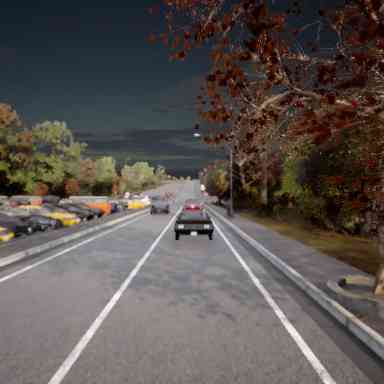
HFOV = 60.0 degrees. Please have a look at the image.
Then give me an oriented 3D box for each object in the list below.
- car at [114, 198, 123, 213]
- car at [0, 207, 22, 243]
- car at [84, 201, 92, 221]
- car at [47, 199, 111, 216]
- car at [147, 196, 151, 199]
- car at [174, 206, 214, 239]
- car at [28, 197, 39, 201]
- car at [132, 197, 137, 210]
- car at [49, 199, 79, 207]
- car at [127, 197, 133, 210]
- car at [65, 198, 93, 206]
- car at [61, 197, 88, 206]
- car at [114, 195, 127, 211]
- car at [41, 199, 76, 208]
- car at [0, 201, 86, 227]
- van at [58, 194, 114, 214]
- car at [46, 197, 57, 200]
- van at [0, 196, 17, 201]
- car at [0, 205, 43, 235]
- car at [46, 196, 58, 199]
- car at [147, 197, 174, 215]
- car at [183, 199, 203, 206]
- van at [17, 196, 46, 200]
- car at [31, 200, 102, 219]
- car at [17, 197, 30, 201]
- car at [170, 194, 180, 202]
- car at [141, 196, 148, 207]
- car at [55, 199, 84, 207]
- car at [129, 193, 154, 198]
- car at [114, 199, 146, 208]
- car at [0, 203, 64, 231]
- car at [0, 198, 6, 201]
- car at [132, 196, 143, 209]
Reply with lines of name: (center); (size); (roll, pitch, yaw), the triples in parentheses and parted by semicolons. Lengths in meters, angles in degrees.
car: (-10.287, 1.694, 35.546); (4.792, 1.488, 2.163); (0, 0, 0)
car: (-10.102, 1.527, 13.337); (5.366, 1.575, 1.946); (0, 0, 0)
car: (-10.243, 1.627, 24.441); (4.792, 1.488, 2.163); (0, 0, 0)
car: (-10.236, 1.660, 29.993); (4.792, 1.488, 2.163); (0, 0, 0)
car: (-10.412, 1.929, 57.743); (5.366, 1.575, 1.946); (0, -1, 0)
car: (0.095, 1.654, 17.698); (1.895, 1.301, 4.718); (0, 0, 0)
car: (-23.354, 1.762, 43.807); (4.792, 1.488, 2.163); (0, -1, 0)
car: (-10.431, 1.733, 43.867); (5.366, 1.575, 1.946); (0, -1, 0)
car: (-23.300, 2.011, 60.549); (4.674, 1.452, 2.002); (0, -1, 0)
car: (-10.244, 1.708, 41.099); (4.892, 1.521, 2.231); (0, -1, 0)
car: (-23.286, 2.092, 68.736); (5.008, 1.535, 2.097); (0, -1, 0)
car: (-23.327, 1.926, 65.967); (4.553, 1.767, 2.185); (0, -1, 0)
car: (-10.285, 1.558, 38.321); (4.553, 1.767, 2.185); (0, 0, 0)
car: (-23.121, 1.927, 57.780); (5.366, 1.575, 1.946); (0, -1, 0)
car: (-10.091, 1.577, 21.665); (5.366, 1.575, 1.946); (0, 0, 0)
van: (-10.378, 1.422, 32.771); (4.442, 1.987, 1.878); (0, 0, 0)
car: (-23.289, 1.837, 49.471); (4.792, 1.488, 2.163); (0, -1, 0)
van: (-23.225, 1.457, 38.418); (4.442, 1.987, 1.878); (0, 0, 0)
car: (-10.278, 1.548, 16.113); (4.892, 1.521, 2.231); (0, 0, 0)
car: (-23.343, 1.597, 52.245); (5.566, 2.045, 2.435); (0, -1, 0)
car: (-3.373, 1.664, 36.143); (1.882, 1.535, 5.008); (0, -1, 0)
car: (0.072, 1.531, 35.349); (2.097, 1.767, 4.553); (0, 0, 0)
van: (-23.439, 1.542, 46.581); (4.442, 1.987, 1.878); (0, -1, 0)
car: (-10.239, 1.643, 27.217); (4.792, 1.488, 2.163); (0, 0, 0)
car: (-23.358, 1.735, 41.168); (4.792, 1.488, 2.163); (0, 0, 0)
car: (-3.497, 1.863, 77.888); (2.128, 1.511, 4.902); (0, -1, 0)
car: (-10.049, 1.847, 52.191); (5.366, 1.575, 1.946); (0, -1, 0)
car: (-23.269, 2.042, 63.319); (4.792, 1.488, 2.163); (0, -1, 0)
car: (-10.251, 1.722, 60.523); (5.566, 2.045, 2.435); (0, -1, 0)
car: (-10.237, 1.892, 54.967); (4.892, 1.521, 2.231); (0, -1, 0)
car: (-10.286, 1.565, 18.889); (4.892, 1.521, 2.231); (0, 0, 0)
car: (-23.342, 1.663, 35.630); (5.008, 1.535, 2.097); (0, 0, 0)
car: (-10.057, 1.766, 46.519); (5.366, 1.575, 1.946); (0, -1, 0)
